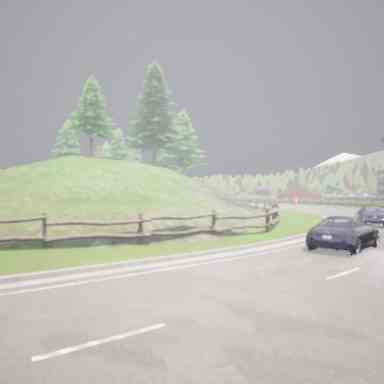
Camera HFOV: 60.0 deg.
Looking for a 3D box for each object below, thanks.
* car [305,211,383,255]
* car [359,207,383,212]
[{"bbox_3d":[6.505,1.714,14.195,1.994,1.385,4.181,0,0,42],"label":"car"},{"bbox_3d":[13.642,1.833,25.392,2.033,1.411,5.357,0,0,23],"label":"car"}]
